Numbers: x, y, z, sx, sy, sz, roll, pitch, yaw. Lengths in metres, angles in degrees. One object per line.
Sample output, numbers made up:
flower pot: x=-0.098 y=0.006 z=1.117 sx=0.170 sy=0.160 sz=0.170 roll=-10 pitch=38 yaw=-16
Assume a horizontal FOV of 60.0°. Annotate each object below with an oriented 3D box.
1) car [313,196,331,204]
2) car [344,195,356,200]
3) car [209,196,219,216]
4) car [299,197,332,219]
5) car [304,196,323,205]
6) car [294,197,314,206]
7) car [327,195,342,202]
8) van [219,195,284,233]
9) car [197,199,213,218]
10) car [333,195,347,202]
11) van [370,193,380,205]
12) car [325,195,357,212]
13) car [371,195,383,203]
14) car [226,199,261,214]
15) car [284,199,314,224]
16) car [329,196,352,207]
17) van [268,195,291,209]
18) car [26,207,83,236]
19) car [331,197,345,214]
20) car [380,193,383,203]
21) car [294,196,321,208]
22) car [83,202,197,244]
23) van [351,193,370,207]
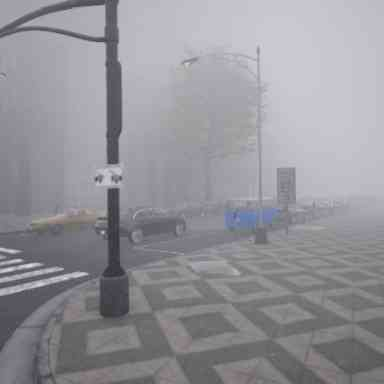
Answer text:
car: x=24.201 y=1.433 z=61.925 sx=2.008 sy=1.369 sz=4.403 roll=-1 pitch=0 yaw=36
car: x=39.510 y=1.381 z=83.194 sx=2.008 sy=1.369 sz=4.403 roll=-1 pitch=0 yaw=36
car: x=2.570 y=1.287 z=31.878 sx=2.192 sy=1.841 sz=5.009 roll=-1 pitch=0 yaw=36
car: x=9.698 y=1.376 z=27.185 sx=1.887 sy=1.381 sz=4.507 roll=-1 pitch=0 yaw=36
car: x=21.012 y=1.420 z=57.495 sx=1.752 sy=1.417 sz=4.829 roll=-1 pitch=0 yaw=36
car: x=18.021 y=1.472 z=53.339 sx=1.947 sy=1.339 sz=4.313 roll=-1 pitch=0 yaw=36
car: x=29.968 y=1.412 z=69.938 sx=2.008 sy=1.369 sz=4.403 roll=-1 pitch=0 yaw=36
van: x=3.372 y=1.203 z=18.399 sx=1.690 sy=1.788 sz=3.998 roll=-1 pitch=0 yaw=36
car: x=-0.517 y=1.532 z=27.584 sx=1.887 sy=1.381 sz=4.507 roll=-1 pitch=0 yaw=36
car: x=33.148 y=1.395 z=74.356 sx=1.887 sy=1.381 sz=4.507 roll=-1 pitch=0 yaw=36
van: x=28.670 y=1.093 z=53.548 sx=1.690 sy=1.788 sz=3.998 roll=-1 pitch=0 yaw=36
car: x=16.023 y=1.354 z=35.972 sx=2.008 sy=1.369 sz=4.403 roll=-1 pitch=0 yaw=36
car: x=34.997 y=1.294 z=62.333 sx=1.947 sy=1.339 sz=4.313 roll=-1 pitch=0 yaw=36
car: x=5.663 y=1.509 z=36.169 sx=2.008 sy=1.369 sz=4.403 roll=-1 pitch=0 yaw=36
car: x=6.536 y=1.412 z=22.791 sx=1.947 sy=1.339 sz=4.313 roll=-1 pitch=0 yaw=36
car: x=21.785 y=1.363 z=48.709 sx=2.033 sy=1.411 sz=5.357 roll=-1 pitch=-1 yaw=36
van: x=11.839 y=1.273 z=44.756 sx=1.690 sy=1.788 sz=3.998 roll=-1 pitch=0 yaw=36
car: x=-6.802 y=1.545 z=18.862 sx=1.752 sy=1.417 sz=4.829 roll=-1 pitch=0 yaw=36
car: x=12.861 y=1.399 z=31.579 sx=1.802 sy=1.307 sz=4.206 roll=-1 pitch=0 yaw=36
car: x=31.933 y=1.265 z=58.078 sx=1.752 sy=1.417 sz=4.829 roll=-1 pitch=0 yaw=36
car: x=15.943 y=1.370 z=45.729 sx=2.128 sy=1.511 sz=4.902 roll=-1 pitch=-1 yaw=36
car: x=-2.185 y=1.416 z=15.407 sx=2.128 sy=1.511 sz=4.902 roll=-1 pitch=-1 yaw=36
van: x=22.345 y=1.118 z=44.760 sx=1.690 sy=1.788 sz=3.998 roll=-1 pitch=0 yaw=36
